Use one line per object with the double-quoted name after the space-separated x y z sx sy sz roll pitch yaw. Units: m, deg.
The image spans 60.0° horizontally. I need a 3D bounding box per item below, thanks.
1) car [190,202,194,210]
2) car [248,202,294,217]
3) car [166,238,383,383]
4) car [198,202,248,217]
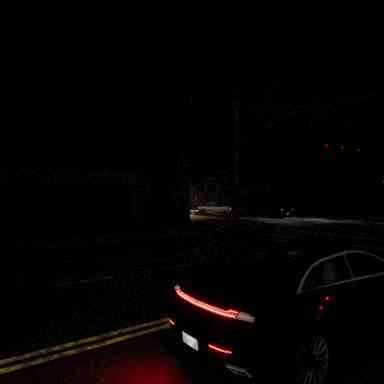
-1.781 1.504 42.899 1.837 1.490 4.892 0 0 -37 "car"
7.111 1.601 30.990 1.895 1.301 4.718 0 0 -37 "car"
1.954 1.492 5.223 4.902 1.511 2.128 0 0 -35 "car"
2.648 1.601 31.113 1.895 1.301 4.718 0 0 -37 "car"
